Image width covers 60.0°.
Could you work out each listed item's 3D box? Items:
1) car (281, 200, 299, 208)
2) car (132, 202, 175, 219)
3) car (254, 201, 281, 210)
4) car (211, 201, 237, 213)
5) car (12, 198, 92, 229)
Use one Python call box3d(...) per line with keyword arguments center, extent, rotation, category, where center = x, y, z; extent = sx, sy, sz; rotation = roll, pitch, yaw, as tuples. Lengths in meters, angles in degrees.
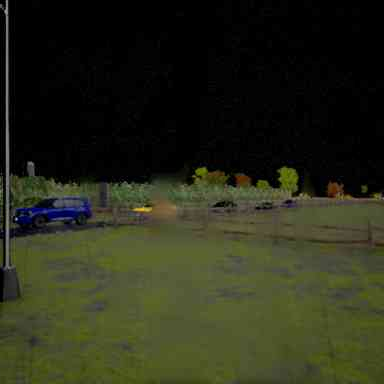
box3d(center=(16.251, 2.052, 55.479), extent=(1.812, 1.442, 4.674), rotation=(-1, -1, 36), category="car")
box3d(center=(-3.712, 1.793, 32.693), extent=(1.882, 1.535, 5.008), rotation=(-1, -1, 36), category="car")
box3d(center=(10.579, 1.999, 47.522), extent=(1.994, 1.385, 4.181), rotation=(-1, -1, 36), category="car")
box3d(center=(4.124, 1.933, 43.518), extent=(1.837, 1.490, 4.892), rotation=(-1, -1, 36), category="car")
box3d(center=(-9.915, 1.450, 24.100), extent=(2.150, 2.045, 5.566), rotation=(-1, -1, 36), category="car")
